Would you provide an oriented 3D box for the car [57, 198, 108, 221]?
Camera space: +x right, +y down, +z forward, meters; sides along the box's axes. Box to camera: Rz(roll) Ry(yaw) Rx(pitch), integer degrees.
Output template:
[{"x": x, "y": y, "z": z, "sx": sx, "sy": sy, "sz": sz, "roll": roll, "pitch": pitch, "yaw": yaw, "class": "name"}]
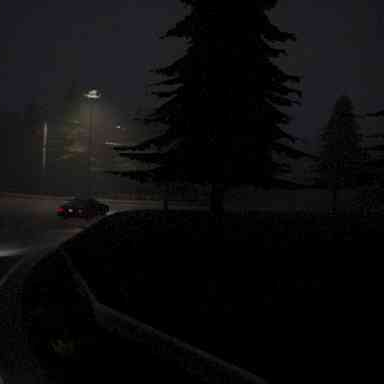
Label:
[{"x": -7.534, "y": 1.115, "z": 23.568, "sx": 2.033, "sy": 1.411, "sz": 5.357, "roll": 4, "pitch": 3, "yaw": 4, "class": "car"}]
